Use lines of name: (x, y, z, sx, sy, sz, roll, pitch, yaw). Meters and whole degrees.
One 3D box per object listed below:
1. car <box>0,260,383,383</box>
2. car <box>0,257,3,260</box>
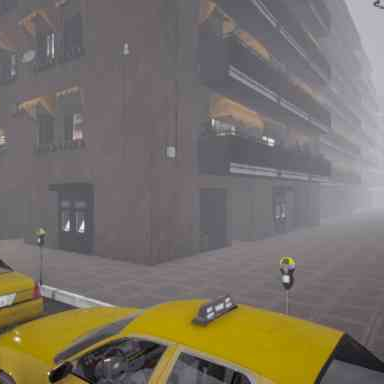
car: (-0.031, 1.525, 2.749, 4.829, 1.417, 1.752, 0, 0, 36)
car: (-4.618, 1.527, 6.031, 4.829, 1.417, 1.752, 0, 0, 36)
